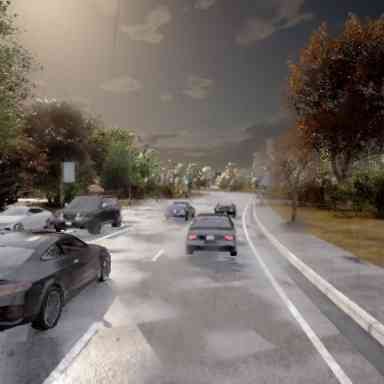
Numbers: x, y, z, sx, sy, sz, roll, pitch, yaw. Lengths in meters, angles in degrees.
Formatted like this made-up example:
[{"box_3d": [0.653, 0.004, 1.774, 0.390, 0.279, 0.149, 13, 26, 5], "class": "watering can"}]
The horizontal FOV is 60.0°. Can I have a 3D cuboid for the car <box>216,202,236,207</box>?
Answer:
[{"box_3d": [3.176, 1.582, 31.109, 1.895, 1.301, 4.718, 0, 0, 9], "class": "car"}]

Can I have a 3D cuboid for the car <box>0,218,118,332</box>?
[{"box_3d": [-3.103, 1.514, 6.763, 1.812, 1.442, 4.674, 0, 0, 3], "class": "car"}]

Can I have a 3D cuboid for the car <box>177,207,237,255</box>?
[{"box_3d": [0.836, 1.543, 13.333, 2.033, 1.411, 5.357, 0, 0, 5], "class": "car"}]

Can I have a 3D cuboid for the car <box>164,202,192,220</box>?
[{"box_3d": [-0.932, 1.525, 27.547, 2.033, 1.411, 5.357, 0, 0, 9], "class": "car"}]

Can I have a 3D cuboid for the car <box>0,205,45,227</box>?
[{"box_3d": [-9.394, 1.488, 18.300, 1.812, 1.442, 4.674, 0, 0, 6], "class": "car"}]

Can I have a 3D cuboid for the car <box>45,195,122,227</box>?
[{"box_3d": [-5.784, 1.193, 19.185, 2.150, 2.045, 5.566, 0, 0, 7], "class": "car"}]
